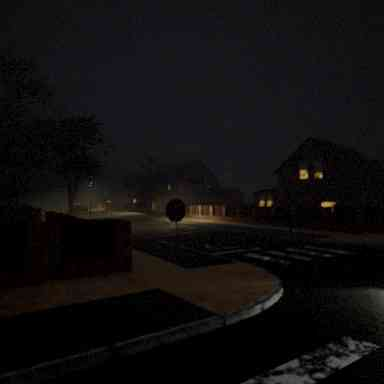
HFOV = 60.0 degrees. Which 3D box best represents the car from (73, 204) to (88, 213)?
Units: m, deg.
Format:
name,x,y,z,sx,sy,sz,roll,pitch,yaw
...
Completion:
name,x,y,z,sx,sy,sz,roll,pitch,yaw
car,-19.672,2.886,58.685,1.882,1.535,5.008,-1,-1,-30
